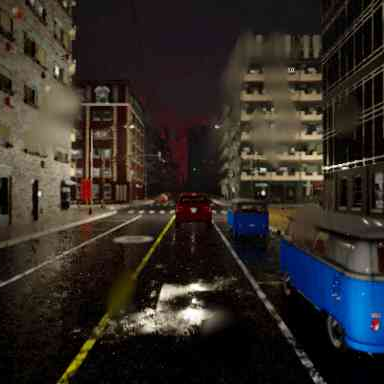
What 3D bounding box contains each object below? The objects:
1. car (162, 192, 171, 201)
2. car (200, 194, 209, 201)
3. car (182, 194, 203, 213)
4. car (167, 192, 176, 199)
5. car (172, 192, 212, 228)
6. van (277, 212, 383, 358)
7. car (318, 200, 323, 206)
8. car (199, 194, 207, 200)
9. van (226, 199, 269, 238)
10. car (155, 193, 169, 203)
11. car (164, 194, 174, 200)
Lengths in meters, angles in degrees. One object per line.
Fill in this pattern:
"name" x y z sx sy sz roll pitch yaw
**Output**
"car" -5.700 1.194 65.778 1.752 1.417 4.829 1 0 0
"car" 2.677 1.165 71.867 1.752 1.417 4.829 1 0 0
"car" 0.086 1.171 35.638 2.097 1.767 4.553 0 0 0
"car" -5.708 0.846 94.370 2.192 1.841 5.009 1 0 0
"car" 0.092 1.113 21.152 2.150 2.045 5.566 0 0 0
"van" 2.706 1.311 5.781 1.690 1.788 3.998 1 0 0
"car" 17.168 1.206 38.939 4.507 1.381 1.887 0 -1 0
"car" 2.672 1.152 83.066 1.947 1.339 4.313 1 0 0
"van" 2.702 1.255 16.798 1.690 1.788 3.998 1 0 0
"car" -5.699 1.278 60.264 1.802 1.307 4.206 1 0 0
"car" -5.708 1.136 83.002 2.008 1.369 4.403 1 0 0
